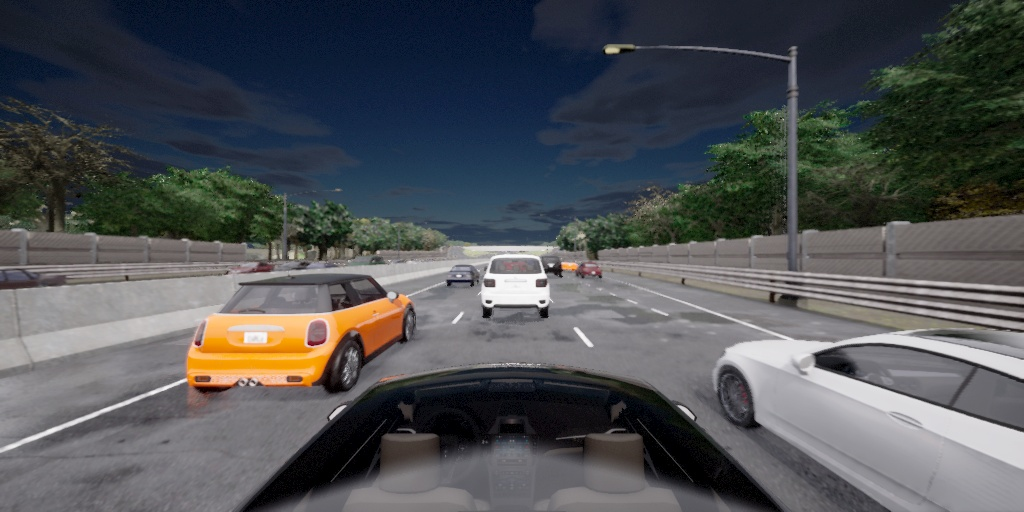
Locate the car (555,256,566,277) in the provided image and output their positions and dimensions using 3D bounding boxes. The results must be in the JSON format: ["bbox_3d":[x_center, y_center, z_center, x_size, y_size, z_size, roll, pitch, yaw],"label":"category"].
[{"bbox_3d":[3.614,1.009,35.508,2.150,2.045,5.566,0,0,0],"label":"car"}]

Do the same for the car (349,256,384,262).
[{"bbox_3d":[-13.988,1.002,34.311,2.150,2.045,5.566,0,0,0],"label":"car"}]

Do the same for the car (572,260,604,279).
[{"bbox_3d":[7.083,1.309,33.296,1.812,1.442,4.674,0,0,1],"label":"car"}]

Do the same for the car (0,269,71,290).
[{"bbox_3d":[-23.830,1.300,16.196,2.033,1.411,5.357,0,0,-3],"label":"car"}]

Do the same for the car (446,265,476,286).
[{"bbox_3d":[-3.345,1.314,25.108,2.033,1.411,5.357,0,0,0],"label":"car"}]

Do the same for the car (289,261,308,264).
[{"bbox_3d":[-17.498,1.325,32.796,2.033,1.411,5.357,0,0,0],"label":"car"}]

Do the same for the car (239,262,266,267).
[{"bbox_3d":[-24.430,1.304,33.982,1.812,1.442,4.674,0,0,0],"label":"car"}]

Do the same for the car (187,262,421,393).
[{"bbox_3d":[-3.395,1.102,6.875,2.097,1.767,4.553,0,0,0],"label":"car"}]

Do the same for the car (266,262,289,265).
[{"bbox_3d":[-20.980,1.286,34.657,1.837,1.490,4.892,0,0,0],"label":"car"}]

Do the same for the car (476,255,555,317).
[{"bbox_3d":[0.114,0.975,13.277,2.150,2.045,5.566,0,0,0],"label":"car"}]

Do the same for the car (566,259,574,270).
[{"bbox_3d":[7.250,1.169,46.790,2.097,1.767,4.553,0,0,1],"label":"car"}]

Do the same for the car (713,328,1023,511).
[{"bbox_3d":[3.501,1.276,2.674,1.812,1.442,4.674,0,0,0],"label":"car"}]
